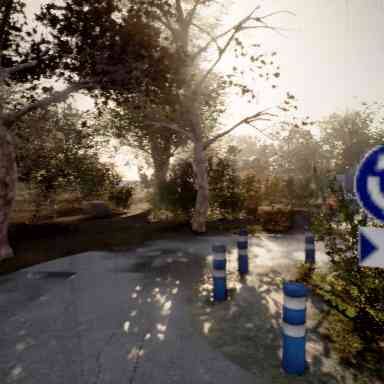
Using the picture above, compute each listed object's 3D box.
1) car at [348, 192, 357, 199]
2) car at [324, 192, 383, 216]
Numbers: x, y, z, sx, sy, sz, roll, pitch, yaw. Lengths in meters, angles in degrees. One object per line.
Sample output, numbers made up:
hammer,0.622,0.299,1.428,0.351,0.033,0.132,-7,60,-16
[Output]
car,10.894,0.763,22.813,4.553,1.767,2.185,2,2,45
car,12.769,0.863,24.757,5.008,1.535,2.097,2,2,45
